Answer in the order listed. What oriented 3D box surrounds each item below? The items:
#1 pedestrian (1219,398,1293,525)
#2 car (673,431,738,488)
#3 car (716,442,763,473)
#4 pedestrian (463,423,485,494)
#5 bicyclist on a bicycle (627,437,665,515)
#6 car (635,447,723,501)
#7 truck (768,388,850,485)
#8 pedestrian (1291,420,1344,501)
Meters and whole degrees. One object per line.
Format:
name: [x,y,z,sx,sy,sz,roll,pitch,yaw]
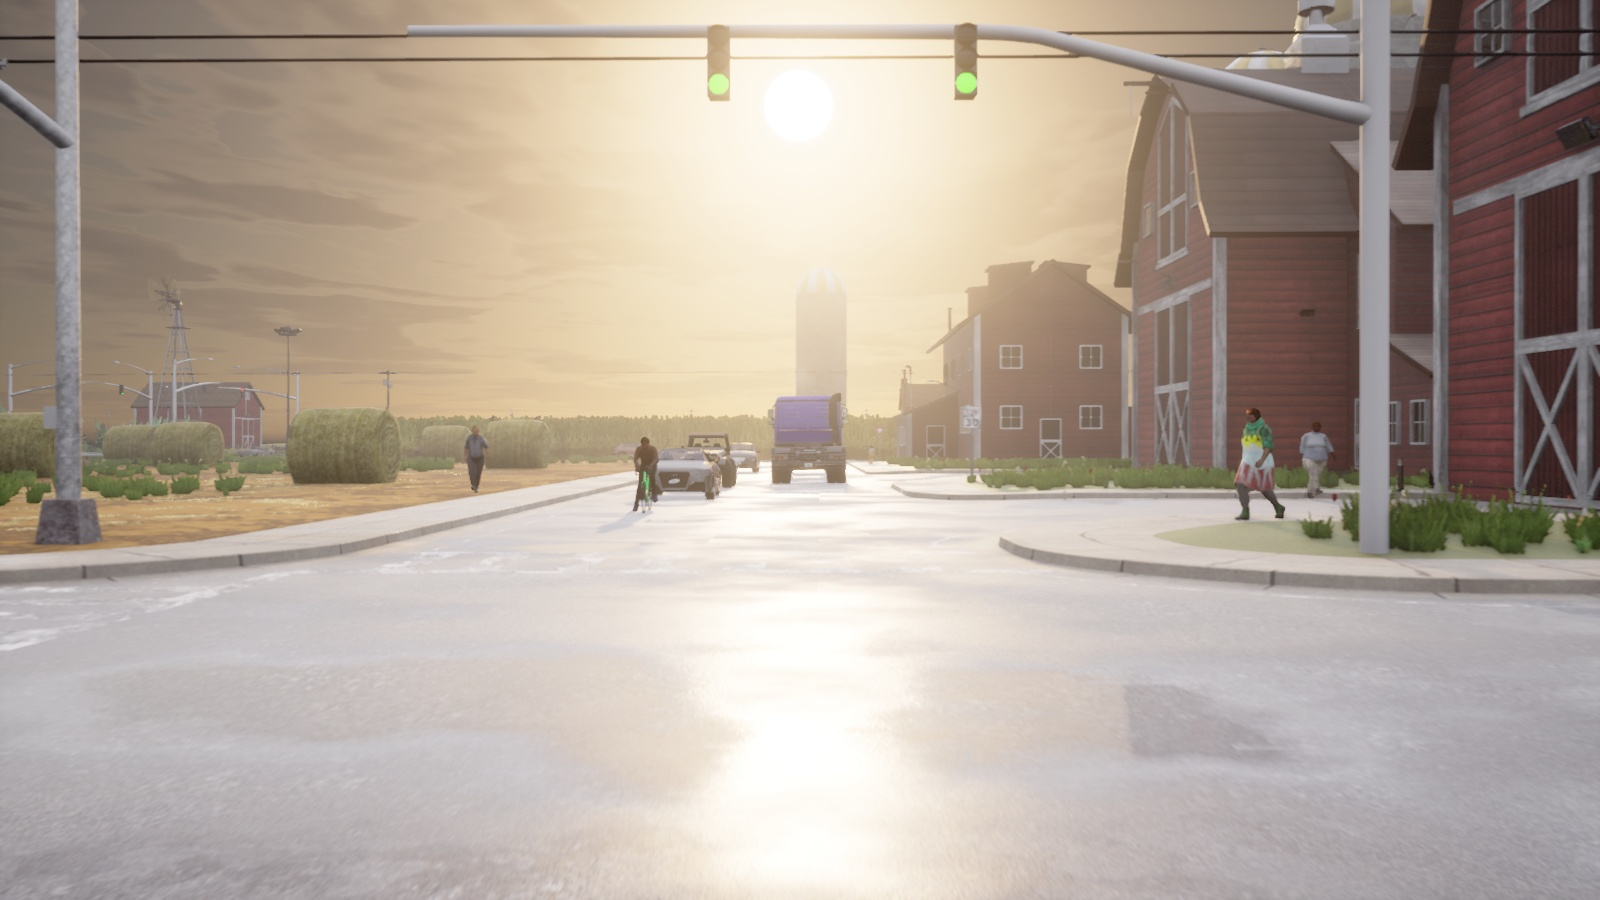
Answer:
pedestrian: [7.188,0.181,19.794,0.873,1.952,0.659,0,0,-25]
car: [-3.185,0.304,42.792,1.905,1.878,3.866,0,0,0]
car: [-3.036,0.347,64.145,2.128,1.511,4.902,0,0,0]
pedestrian: [-8.591,0.214,33.111,0.540,1.848,0.694,0,0,-13]
bicyclist on a bicycle: [-3.296,0.540,26.960,0.582,1.620,1.656,-1,1,0]
car: [-3.243,0.618,34.423,1.994,1.385,4.181,0,0,0]
truck: [0.358,-0.550,49.234,2.891,3.462,7.936,-1,1,0]
pedestrian: [12.039,0.235,29.252,0.874,1.855,0.900,0,0,1]
